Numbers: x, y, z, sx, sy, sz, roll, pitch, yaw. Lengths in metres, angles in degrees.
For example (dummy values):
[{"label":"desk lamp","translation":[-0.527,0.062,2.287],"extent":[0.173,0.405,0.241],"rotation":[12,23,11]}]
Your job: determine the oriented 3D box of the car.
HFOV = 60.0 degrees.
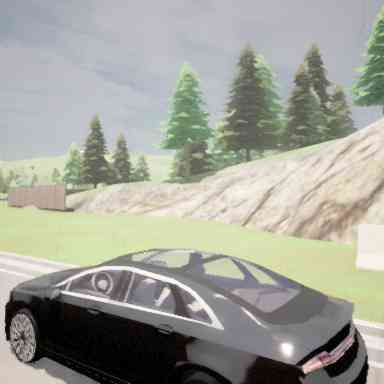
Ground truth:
[{"label":"car","translation":[-0.510,1.508,4.267],"extent":[4.902,1.511,2.128],"rotation":[-1,0,35]}]
